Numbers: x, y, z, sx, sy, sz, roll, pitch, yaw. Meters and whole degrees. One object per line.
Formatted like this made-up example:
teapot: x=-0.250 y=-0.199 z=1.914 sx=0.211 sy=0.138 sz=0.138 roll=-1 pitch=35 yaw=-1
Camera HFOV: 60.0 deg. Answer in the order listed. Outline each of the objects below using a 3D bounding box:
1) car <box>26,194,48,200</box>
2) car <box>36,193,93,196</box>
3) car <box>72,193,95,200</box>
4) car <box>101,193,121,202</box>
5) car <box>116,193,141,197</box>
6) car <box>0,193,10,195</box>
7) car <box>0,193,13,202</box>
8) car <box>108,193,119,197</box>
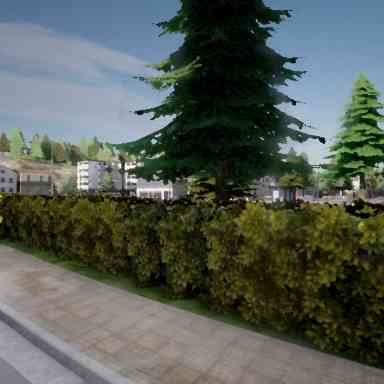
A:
car: x=-38.839 y=1.297 z=83.341 sx=4.514 sy=1.523 sz=2.007 roll=0 pitch=0 yaw=-45
car: x=-11.041 y=1.221 z=28.714 sx=5.566 sy=2.045 sz=2.150 roll=0 pitch=0 yaw=-45
car: x=-26.519 y=1.153 z=81.299 sx=5.027 sy=1.636 sz=2.152 roll=0 pitch=0 yaw=-45
car: x=-17.566 y=1.076 z=72.159 sx=3.866 sy=1.878 sz=1.905 roll=0 pitch=0 yaw=-45
car: x=-9.719 y=1.384 z=53.936 sx=3.806 sy=1.475 sz=1.970 roll=0 pitch=0 yaw=-45
car: x=-23.156 y=1.330 z=40.980 sx=5.027 sy=1.636 sz=2.152 roll=0 pitch=0 yaw=-45
car: x=-41.134 y=1.097 z=71.377 sx=4.605 sy=1.855 sz=1.932 roll=0 pitch=0 yaw=-45
car: x=-15.238 y=1.097 z=70.372 sx=4.605 sy=1.855 sz=1.932 roll=0 pitch=0 yaw=-45
